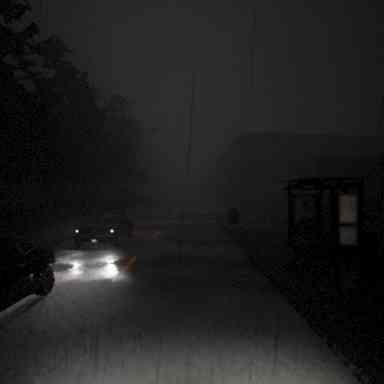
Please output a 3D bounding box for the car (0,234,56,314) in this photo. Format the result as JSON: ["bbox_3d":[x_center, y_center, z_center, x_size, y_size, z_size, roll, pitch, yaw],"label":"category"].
[{"bbox_3d":[-4.100,1.564,6.120,1.812,1.442,4.674,0,0,0],"label":"car"}]

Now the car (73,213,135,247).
[{"bbox_3d":[-4.012,1.700,15.821,1.895,1.301,4.718,0,0,0],"label":"car"}]
